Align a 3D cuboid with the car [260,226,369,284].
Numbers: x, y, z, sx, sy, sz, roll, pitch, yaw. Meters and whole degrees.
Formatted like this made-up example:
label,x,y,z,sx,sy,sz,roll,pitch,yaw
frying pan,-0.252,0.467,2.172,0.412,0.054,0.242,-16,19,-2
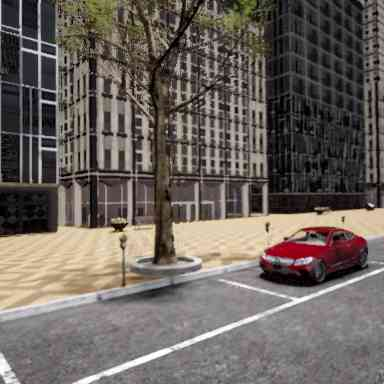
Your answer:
label,x,y,z,sx,sy,sz,roll,pitch,yaw
car,3.823,1.715,10.015,4.206,1.307,1.802,0,-1,-40
